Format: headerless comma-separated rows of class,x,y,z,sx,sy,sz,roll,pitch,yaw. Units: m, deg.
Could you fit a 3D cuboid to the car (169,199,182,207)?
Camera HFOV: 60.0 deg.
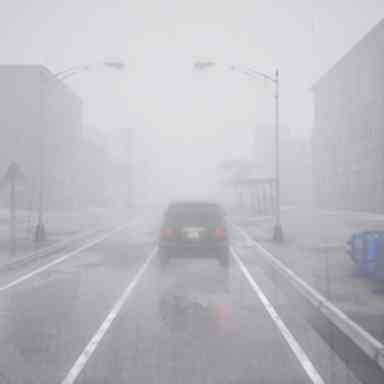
car,-2.773,1.887,57.657,1.994,1.385,4.181,0,-1,1

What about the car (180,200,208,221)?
car,0.184,1.510,28.040,2.128,1.511,4.902,0,0,1

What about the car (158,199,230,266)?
car,0.090,1.263,11.882,2.150,2.045,5.566,0,0,1
